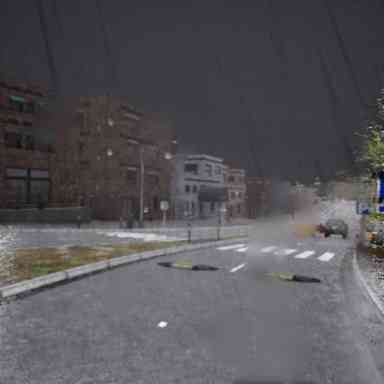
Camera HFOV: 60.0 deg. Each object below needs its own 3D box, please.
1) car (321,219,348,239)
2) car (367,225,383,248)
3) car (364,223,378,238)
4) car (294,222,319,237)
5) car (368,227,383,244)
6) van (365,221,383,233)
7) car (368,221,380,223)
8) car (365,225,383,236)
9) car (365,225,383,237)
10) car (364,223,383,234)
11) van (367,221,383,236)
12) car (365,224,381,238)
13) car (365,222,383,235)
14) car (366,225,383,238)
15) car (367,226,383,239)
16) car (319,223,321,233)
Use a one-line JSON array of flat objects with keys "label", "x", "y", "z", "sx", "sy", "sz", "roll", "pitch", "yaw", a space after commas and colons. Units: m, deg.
[{"label": "car", "x": 16.250, "y": 4.114, "z": 37.516, "sx": 2.150, "sy": 2.045, "sz": 5.566, "roll": 1, "pitch": -4, "yaw": 27}, {"label": "car", "x": 15.509, "y": 3.440, "z": 23.769, "sx": 4.892, "sy": 1.521, "sz": 2.231, "roll": 1, "pitch": -4, "yaw": 27}, {"label": "car", "x": 20.292, "y": 4.343, "z": 33.656, "sx": 5.366, "sy": 1.575, "sz": 1.946, "roll": 1, "pitch": -4, "yaw": 27}, {"label": "car", "x": 13.137, "y": 4.272, "z": 38.570, "sx": 1.882, "sy": 1.535, "sz": 5.008, "roll": 1, "pitch": -4, "yaw": 27}, {"label": "car", "x": 19.244, "y": 4.157, "z": 31.100, "sx": 4.792, "sy": 1.488, "sz": 2.163, "roll": 1, "pitch": -4, "yaw": 27}, {"label": "van", "x": 32.736, "y": 6.159, "z": 58.170, "sx": 4.442, "sy": 1.987, "sz": 1.878, "roll": 1, "pitch": -3, "yaw": 27}, {"label": "car", "x": 22.906, "y": 4.662, "z": 38.492, "sx": 4.553, "sy": 1.767, "sz": 2.185, "roll": 1, "pitch": -4, "yaw": 27}, {"label": "car", "x": 27.903, "y": 5.644, "z": 48.273, "sx": 4.792, "sy": 1.488, "sz": 2.163, "roll": 1, "pitch": -4, "yaw": 27}, {"label": "car", "x": 26.614, "y": 5.444, "z": 45.849, "sx": 4.792, "sy": 1.488, "sz": 2.163, "roll": 1, "pitch": -4, "yaw": 27}, {"label": "car", "x": 31.585, "y": 6.201, "z": 55.652, "sx": 4.892, "sy": 1.521, "sz": 2.231, "roll": 1, "pitch": -3, "yaw": 27}, {"label": "van", "x": 29.229, "y": 5.591, "z": 50.699, "sx": 4.442, "sy": 1.987, "sz": 1.878, "roll": 1, "pitch": -4, "yaw": 27}, {"label": "car", "x": 16.745, "y": 3.671, "z": 26.220, "sx": 5.008, "sy": 1.535, "sz": 2.097, "roll": 1, "pitch": -4, "yaw": 27}, {"label": "car", "x": 30.388, "y": 5.893, "z": 53.330, "sx": 4.553, "sy": 1.767, "sz": 2.185, "roll": 1, "pitch": -3, "yaw": 27}, {"label": "car", "x": 25.403, "y": 5.247, "z": 43.378, "sx": 4.674, "sy": 1.452, "sz": 2.002, "roll": 1, "pitch": -4, "yaw": 27}, {"label": "car", "x": 24.163, "y": 5.038, "z": 40.928, "sx": 4.674, "sy": 1.452, "sz": 2.002, "roll": 1, "pitch": -4, "yaw": 27}, {"label": "car", "x": 17.839, "y": 5.084, "z": 47.895, "sx": 1.882, "sy": 1.535, "sz": 5.008, "roll": 1, "pitch": -4, "yaw": 27}]
